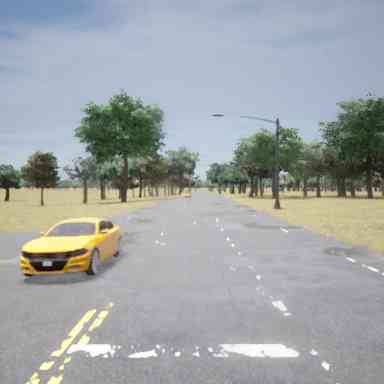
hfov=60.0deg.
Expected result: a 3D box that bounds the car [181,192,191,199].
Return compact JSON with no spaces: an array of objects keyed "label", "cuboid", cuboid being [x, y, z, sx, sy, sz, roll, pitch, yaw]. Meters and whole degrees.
[{"label":"car","cuboid":[-1.359,0.747,78.460,1.882,1.535,5.008,0,1,6]}]

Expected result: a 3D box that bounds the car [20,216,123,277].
[{"label":"car","cuboid":[-3.529,1.574,10.632,1.882,1.535,5.008,-2,-2,0]}]
